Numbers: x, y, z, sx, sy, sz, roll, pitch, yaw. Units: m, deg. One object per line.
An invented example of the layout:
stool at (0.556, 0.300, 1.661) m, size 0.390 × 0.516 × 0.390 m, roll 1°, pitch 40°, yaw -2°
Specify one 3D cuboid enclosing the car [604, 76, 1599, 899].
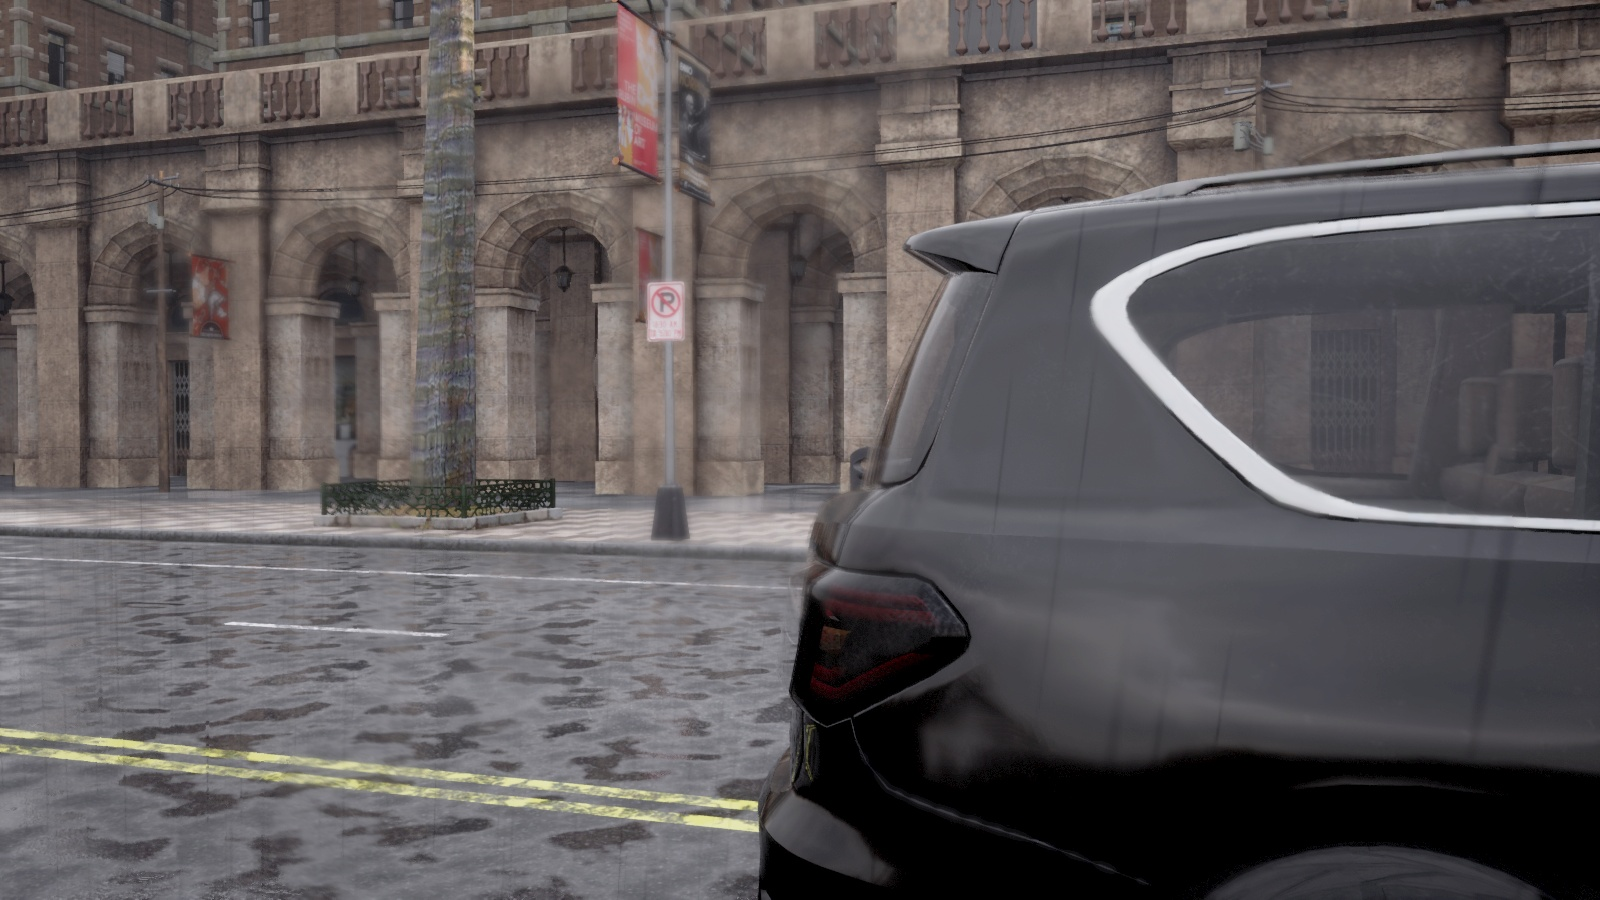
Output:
car at (2.642, 0.519, 2.301) m, size 5.566 × 2.045 × 2.150 m, roll 1°, pitch 1°, yaw 19°
